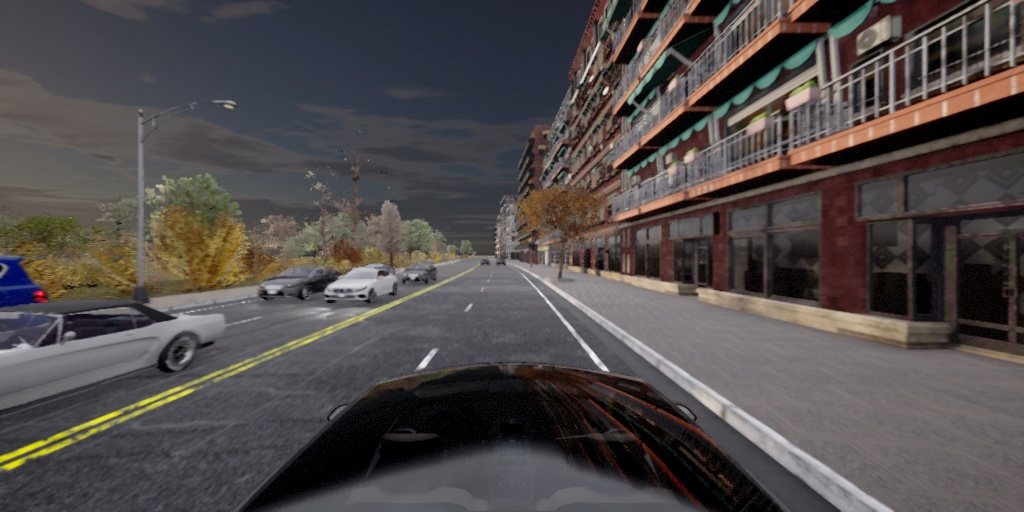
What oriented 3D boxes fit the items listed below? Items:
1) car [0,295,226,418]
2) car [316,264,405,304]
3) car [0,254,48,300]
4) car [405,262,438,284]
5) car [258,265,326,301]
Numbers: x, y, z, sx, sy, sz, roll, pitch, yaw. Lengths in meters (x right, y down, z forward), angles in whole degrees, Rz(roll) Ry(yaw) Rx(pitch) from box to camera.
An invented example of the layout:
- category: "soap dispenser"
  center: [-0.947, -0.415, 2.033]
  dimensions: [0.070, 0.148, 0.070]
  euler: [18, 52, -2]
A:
- category: "car"
  center: [-6.613, 1.343, 4.850]
  dimensions: [1.895, 1.301, 4.718]
  euler: [0, 0, 0]
- category: "car"
  center: [-6.657, 1.263, 16.389]
  dimensions: [1.812, 1.442, 4.674]
  euler: [0, 0, 1]
- category: "car"
  center: [-9.860, 0.960, 4.413]
  dimensions: [2.150, 2.045, 5.566]
  euler: [0, 0, 1]
- category: "car"
  center: [-6.729, 1.226, 26.606]
  dimensions: [2.128, 1.511, 4.902]
  euler: [0, 0, -1]
- category: "car"
  center: [-9.924, 1.225, 17.268]
  dimensions: [2.128, 1.511, 4.902]
  euler: [0, 0, 0]
